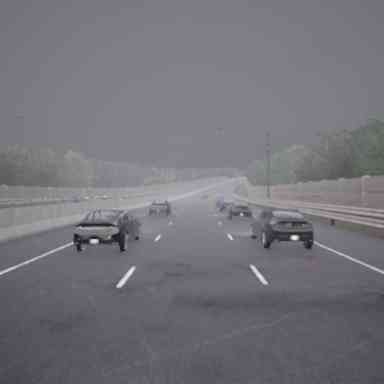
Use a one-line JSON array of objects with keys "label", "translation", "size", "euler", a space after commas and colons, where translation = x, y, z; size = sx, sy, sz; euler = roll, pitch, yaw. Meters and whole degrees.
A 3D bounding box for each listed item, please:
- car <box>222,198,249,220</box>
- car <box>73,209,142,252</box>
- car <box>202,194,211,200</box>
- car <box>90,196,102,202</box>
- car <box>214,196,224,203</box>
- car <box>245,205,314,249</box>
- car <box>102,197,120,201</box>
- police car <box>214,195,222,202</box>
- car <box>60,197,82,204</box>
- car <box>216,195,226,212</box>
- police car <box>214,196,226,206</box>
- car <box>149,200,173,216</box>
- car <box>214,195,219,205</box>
[{"label": "car", "translation": [3.849, 1.475, 27.760], "size": [1.837, 1.490, 4.892], "euler": [0, 0, 1]}, {"label": "car", "translation": [-3.297, 1.454, 13.722], "size": [2.128, 1.511, 4.902], "euler": [0, 0, 1]}, {"label": "car", "translation": [3.688, 1.330, 92.754], "size": [1.837, 1.490, 4.892], "euler": [0, 0, 5]}, {"label": "car", "translation": [-16.095, 1.545, 57.687], "size": [1.837, 1.490, 4.892], "euler": [0, 0, 3]}, {"label": "car", "translation": [5.724, 1.600, 71.297], "size": [2.128, 1.511, 4.902], "euler": [0, 0, 4]}, {"label": "car", "translation": [3.711, 1.466, 14.366], "size": [1.837, 1.490, 4.892], "euler": [0, -2, 1]}, {"label": "car", "translation": [-12.751, 1.640, 54.654], "size": [1.895, 1.301, 4.718], "euler": [0, 0, 3]}, {"label": "police car", "translation": [6.453, 1.508, 82.273], "size": [1.930, 1.638, 5.238], "euler": [0, 0, 4]}, {"label": "car", "translation": [-19.756, 1.570, 54.578], "size": [2.033, 1.411, 5.357], "euler": [0, 0, 3]}, {"label": "car", "translation": [4.166, 1.480, 38.652], "size": [1.882, 1.535, 5.008], "euler": [0, 0, 2]}, {"label": "police car", "translation": [5.105, 1.604, 60.423], "size": [2.038, 1.542, 4.974], "euler": [0, 0, 3]}, {"label": "car", "translation": [-2.929, 1.462, 31.961], "size": [2.128, 1.511, 4.902], "euler": [0, 0, 2]}, {"label": "car", "translation": [4.585, 1.559, 49.542], "size": [1.837, 1.490, 4.892], "euler": [0, 0, 2]}]
